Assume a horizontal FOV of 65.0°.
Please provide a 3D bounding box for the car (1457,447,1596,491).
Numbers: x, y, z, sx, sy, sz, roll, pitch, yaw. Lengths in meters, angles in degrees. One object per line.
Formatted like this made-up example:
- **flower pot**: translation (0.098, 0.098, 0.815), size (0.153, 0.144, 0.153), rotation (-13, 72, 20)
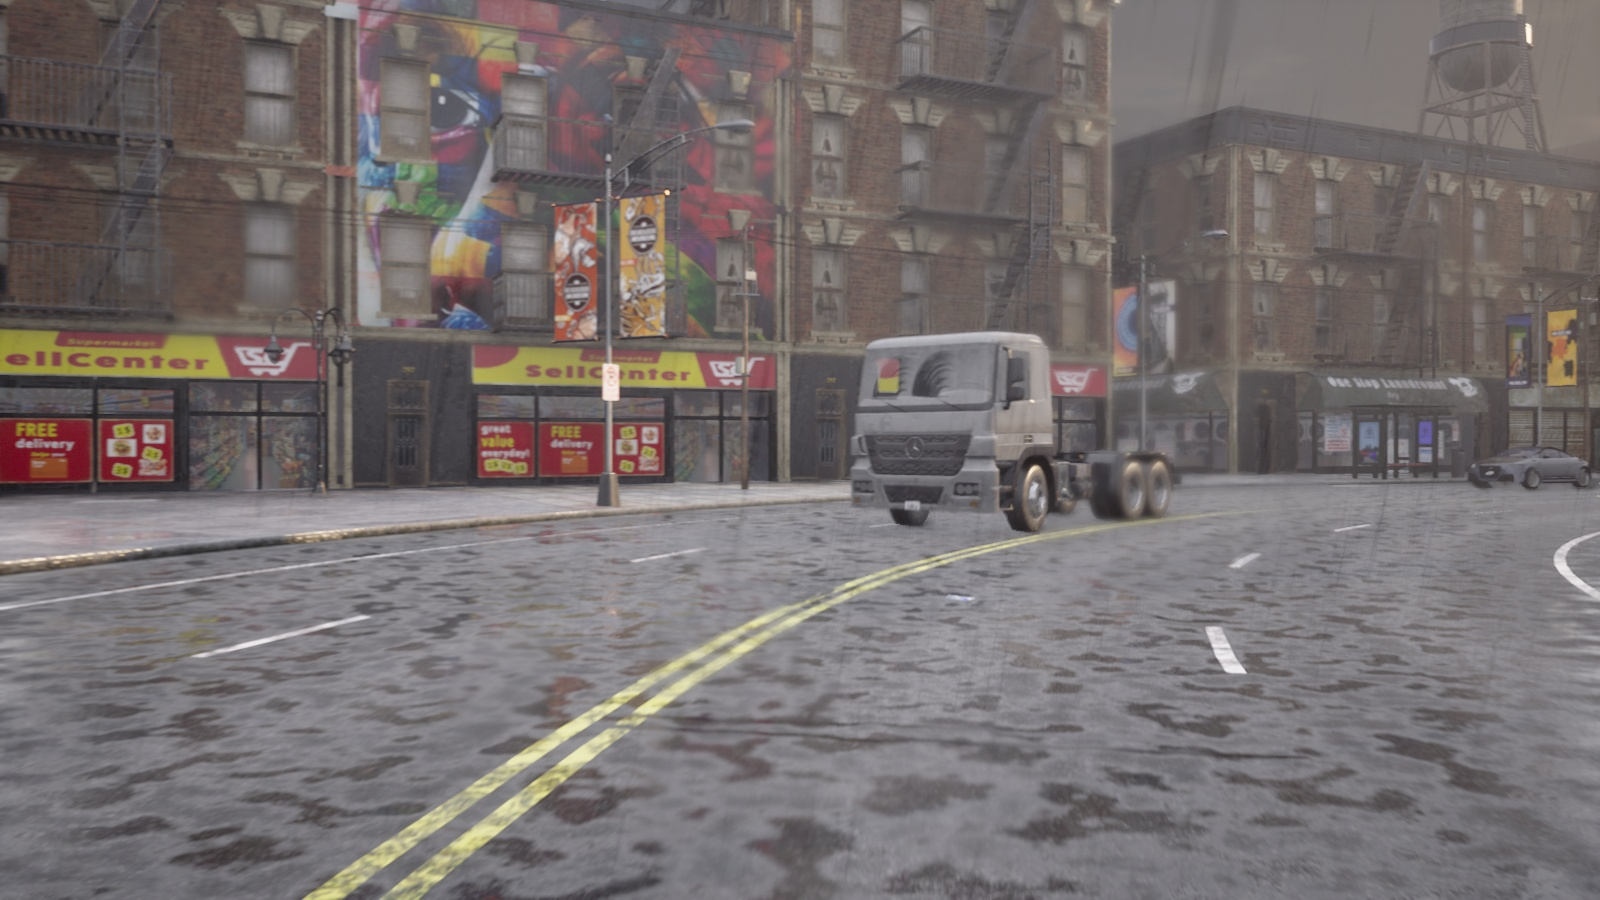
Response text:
- **car**: translation (24.259, 0.613, 41.938), size (4.181, 1.385, 1.994), rotation (0, 0, -25)

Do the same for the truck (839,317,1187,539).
- **truck**: translation (4.298, -0.362, 23.598), size (2.891, 3.462, 7.936), rotation (0, 0, 39)
